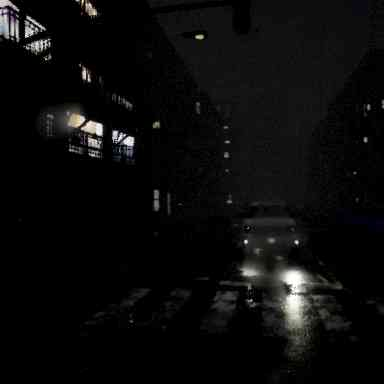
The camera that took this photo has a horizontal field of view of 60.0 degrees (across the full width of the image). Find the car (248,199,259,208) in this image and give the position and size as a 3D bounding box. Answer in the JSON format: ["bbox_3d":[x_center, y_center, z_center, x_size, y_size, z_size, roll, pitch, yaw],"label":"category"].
[{"bbox_3d":[13.398,2.466,72.473,2.192,1.841,5.009,-2,-1,12],"label":"car"}]

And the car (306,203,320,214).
[{"bbox_3d":[15.609,2.121,43.295,1.802,1.307,4.206,-2,-1,12],"label":"car"}]

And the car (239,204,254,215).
[{"bbox_3d":[7.461,2.316,45.099,1.802,1.307,4.206,-2,-1,12],"label":"car"}]

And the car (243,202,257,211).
[{"bbox_3d":[9.847,2.451,56.045,2.008,1.369,4.403,-2,-1,12],"label":"car"}]

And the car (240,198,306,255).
[{"bbox_3d":[3.454,1.443,14.727,2.150,2.045,5.566,-1,-1,12],"label":"car"}]

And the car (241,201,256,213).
[{"bbox_3d":[8.650,2.257,50.574,1.967,1.590,4.097,-2,-1,12],"label":"car"}]

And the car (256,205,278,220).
[{"bbox_3d":[7.763,2.082,34.342,1.994,1.385,4.181,-1,-1,13],"label":"car"}]

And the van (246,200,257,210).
[{"bbox_3d":[11.034,2.325,61.522,1.690,1.788,3.998,-2,-1,12],"label":"van"}]

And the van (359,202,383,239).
[{"bbox_3d":[9.633,1.465,15.936,1.690,1.788,3.998,-2,-1,12],"label":"van"}]

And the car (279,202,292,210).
[{"bbox_3d":[15.902,2.396,56.756,1.895,1.301,4.718,-1,-1,12],"label":"car"}]

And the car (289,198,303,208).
[{"bbox_3d":[20.374,2.187,65.193,2.192,1.841,5.009,-2,-1,12],"label":"car"}]

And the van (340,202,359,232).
[{"bbox_3d":[10.827,1.548,21.409,1.690,1.788,3.998,-2,-1,12],"label":"van"}]

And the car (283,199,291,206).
[{"bbox_3d":[24.794,2.668,86.976,1.801,1.575,5.366,-1,-1,12],"label":"car"}]

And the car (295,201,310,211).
[{"bbox_3d":[18.031,2.233,54.408,1.752,1.417,4.829,-2,-1,12],"label":"car"}]

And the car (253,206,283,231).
[{"bbox_3d":[5.595,1.847,24.511,1.882,1.535,5.008,-1,-1,13],"label":"car"}]

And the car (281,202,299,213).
[{"bbox_3d":[13.768,2.210,46.944,1.994,1.385,4.181,-1,-1,12],"label":"car"}]

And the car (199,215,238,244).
[{"bbox_3d":[1.494,1.900,17.734,1.802,1.307,4.206,-2,-1,12],"label":"car"}]

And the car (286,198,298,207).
[{"bbox_3d":[22.761,2.354,76.138,2.192,1.841,5.009,-2,-1,12],"label":"car"}]
